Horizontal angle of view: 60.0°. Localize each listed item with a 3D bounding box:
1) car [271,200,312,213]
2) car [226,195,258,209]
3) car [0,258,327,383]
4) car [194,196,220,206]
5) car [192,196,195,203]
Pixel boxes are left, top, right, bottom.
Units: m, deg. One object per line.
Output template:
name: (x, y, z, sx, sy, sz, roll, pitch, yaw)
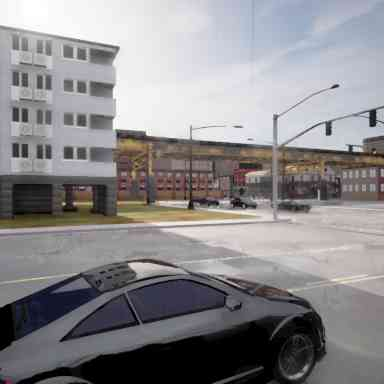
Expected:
car: (11.070, 1.601, 37.291, 1.895, 1.301, 4.718, 0, 0, -26)
car: (7.052, 1.505, 45.763, 1.837, 1.490, 4.892, 0, 0, -25)
car: (-0.346, 1.564, 4.078, 4.181, 1.385, 1.994, 0, 0, -30)
car: (2.705, 1.547, 55.301, 2.033, 1.411, 5.357, 0, 0, -21)
car: (0.742, 1.547, 65.788, 2.033, 1.411, 5.357, 0, 0, 3)
